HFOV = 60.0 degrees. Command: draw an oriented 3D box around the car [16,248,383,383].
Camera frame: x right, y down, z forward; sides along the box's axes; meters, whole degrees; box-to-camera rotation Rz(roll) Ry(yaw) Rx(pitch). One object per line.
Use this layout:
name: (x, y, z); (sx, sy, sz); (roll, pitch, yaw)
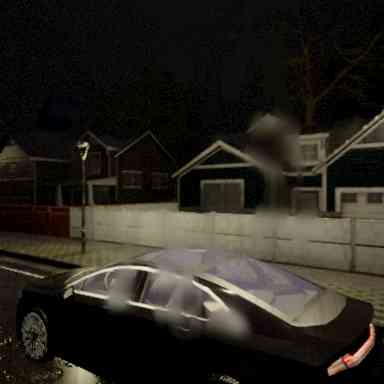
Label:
car: (-0.344, 1.495, 4.234); (4.902, 1.511, 2.128); (0, 0, 35)
